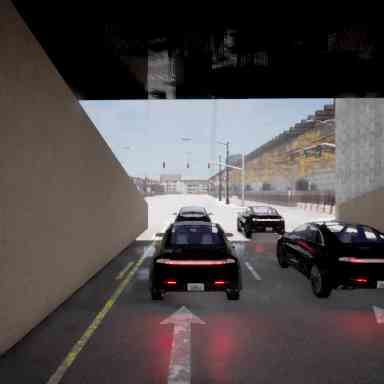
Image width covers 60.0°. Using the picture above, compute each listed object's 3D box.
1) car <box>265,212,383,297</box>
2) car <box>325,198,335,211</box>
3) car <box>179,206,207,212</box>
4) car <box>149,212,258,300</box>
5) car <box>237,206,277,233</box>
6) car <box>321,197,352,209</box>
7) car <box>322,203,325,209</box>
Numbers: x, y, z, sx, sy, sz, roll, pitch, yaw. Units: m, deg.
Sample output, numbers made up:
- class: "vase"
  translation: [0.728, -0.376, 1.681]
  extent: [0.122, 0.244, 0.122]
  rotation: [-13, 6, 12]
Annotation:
- class: "car"
  translation: [3.561, 1.491, 8.557]
  extent: [2.128, 1.511, 4.902]
  rotation: [0, 0, 0]
- class: "car"
  translation: [17.320, 1.452, 35.476]
  extent: [2.038, 1.542, 4.974]
  rotation: [0, 0, -35]
- class: "car"
  translation: [0.043, 1.505, 17.515]
  extent: [1.837, 1.490, 4.892]
  rotation: [0, 0, 0]
- class: "car"
  translation: [0.064, 1.491, 8.395]
  extent: [2.128, 1.511, 4.902]
  rotation: [0, 0, 0]
- class: "car"
  translation: [3.541, 1.491, 17.690]
  extent: [2.128, 1.511, 4.902]
  rotation: [0, 0, 0]
- class: "car"
  translation: [17.446, 1.295, 40.120]
  extent: [1.853, 1.218, 4.536]
  rotation: [0, 0, 45]
- class: "car"
  translation: [17.410, 1.452, 40.083]
  extent: [2.038, 1.542, 4.974]
  rotation: [0, 0, 45]
